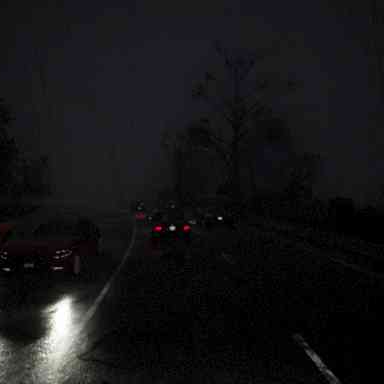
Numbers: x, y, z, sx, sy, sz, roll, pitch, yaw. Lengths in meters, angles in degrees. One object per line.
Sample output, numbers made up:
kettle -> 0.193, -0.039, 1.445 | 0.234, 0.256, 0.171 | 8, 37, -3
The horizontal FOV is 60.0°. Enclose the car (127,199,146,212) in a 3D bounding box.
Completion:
car -> -6.970, 1.655, 41.675 | 1.837, 1.490, 4.892 | 0, 0, -18

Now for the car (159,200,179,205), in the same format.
car -> -2.815, 1.670, 40.150 | 1.994, 1.385, 4.181 | -1, 0, -17

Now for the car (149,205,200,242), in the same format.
car -> -1.136, 1.596, 16.616 | 2.033, 1.411, 5.357 | 0, 0, -7

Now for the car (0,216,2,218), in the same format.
car -> -7.695, 1.424, 10.724 | 2.097, 1.767, 4.553 | 0, 0, -5

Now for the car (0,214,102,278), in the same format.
car -> -4.169, 1.529, 10.580 | 1.882, 1.535, 5.008 | 0, 0, -5

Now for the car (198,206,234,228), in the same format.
car -> 1.428, 1.607, 22.710 | 1.994, 1.385, 4.181 | 0, 0, -9
